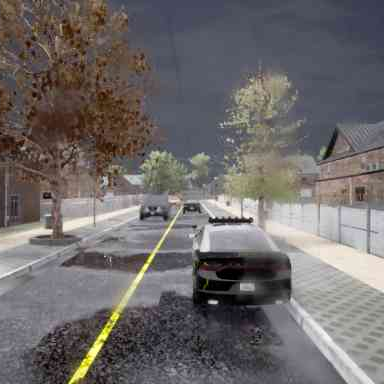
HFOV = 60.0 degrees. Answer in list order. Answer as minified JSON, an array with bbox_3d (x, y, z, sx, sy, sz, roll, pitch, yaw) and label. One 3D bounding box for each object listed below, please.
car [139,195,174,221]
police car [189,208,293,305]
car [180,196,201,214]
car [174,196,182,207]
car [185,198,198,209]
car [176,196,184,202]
[{"bbox_3d":[-2.907,1.239,27.290,2.150,2.045,5.566,0,0,0],"label":"car"},{"bbox_3d":[0.945,1.430,8.288,1.930,1.638,5.238,0,0,0],"label":"police car"},{"bbox_3d":[0.004,1.503,36.279,1.882,1.535,5.008,0,0,0],"label":"car"},{"bbox_3d":[-2.858,1.524,52.682,1.882,1.535,5.008,0,0,0],"label":"car"},{"bbox_3d":[-0.044,1.564,46.724,1.812,1.442,4.674,0,0,0],"label":"car"},{"bbox_3d":[-2.921,1.702,83.157,1.895,1.301,4.718,0,0,0],"label":"car"}]
